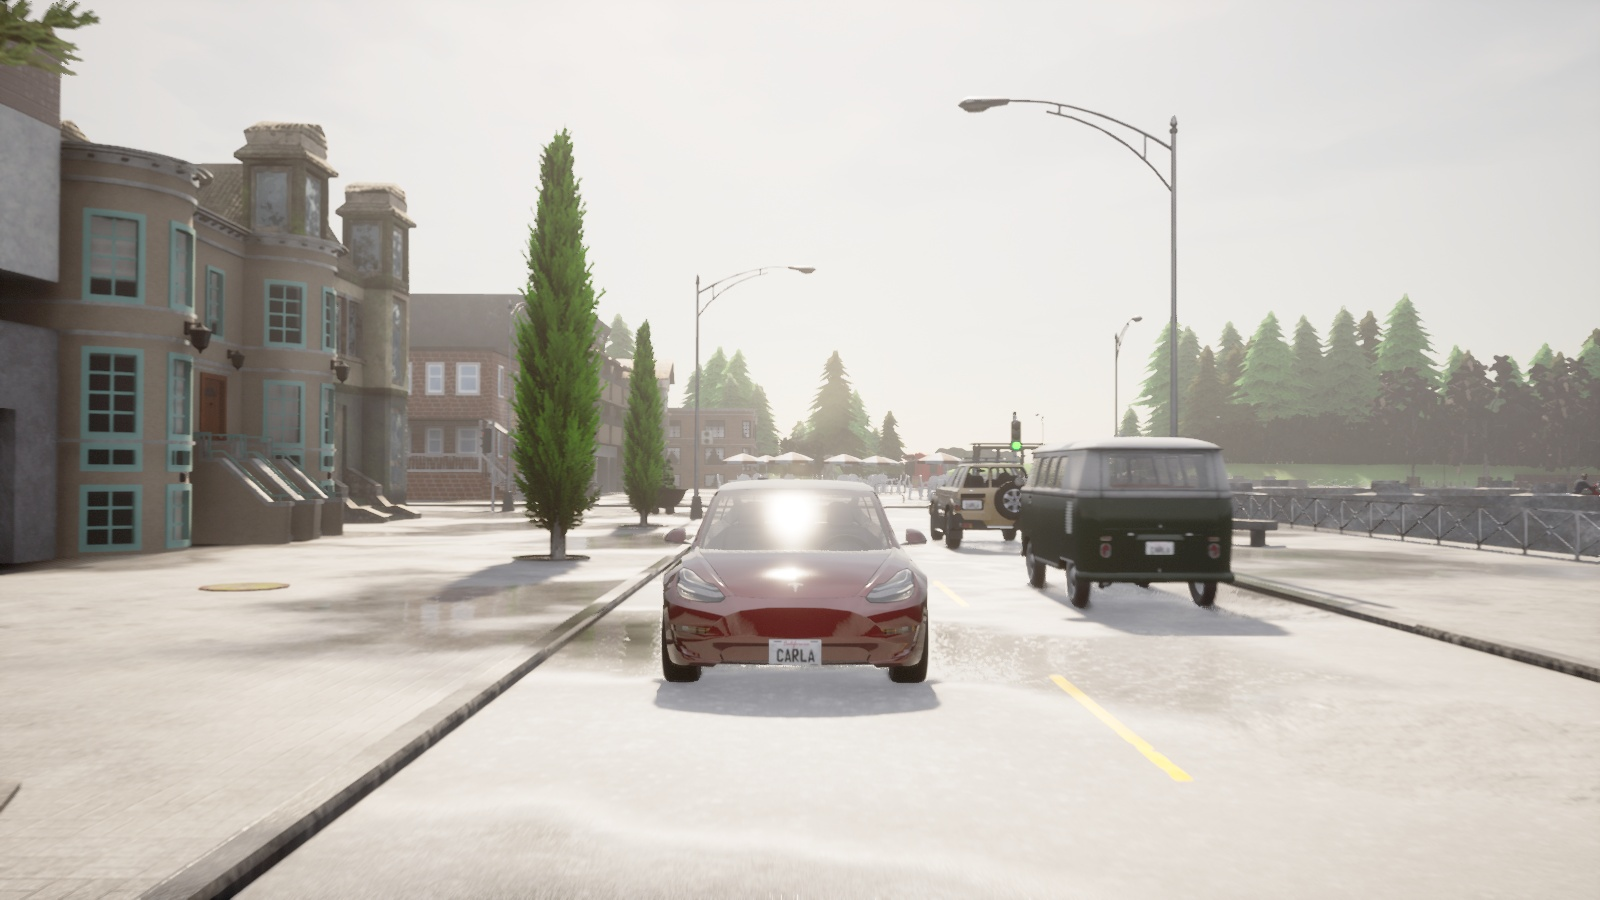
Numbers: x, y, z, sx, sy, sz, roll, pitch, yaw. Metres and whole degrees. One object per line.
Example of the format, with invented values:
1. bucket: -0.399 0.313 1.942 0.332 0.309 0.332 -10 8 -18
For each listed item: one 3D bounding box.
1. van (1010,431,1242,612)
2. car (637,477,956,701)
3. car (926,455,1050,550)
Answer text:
1. van: 3.956 0.820 16.019 1.775 1.987 4.442 0 -1 0
2. car: -0.029 0.998 10.940 2.163 1.488 4.792 0 -1 0
3. car: 3.931 1.068 26.995 1.932 1.855 4.605 0 -1 0
